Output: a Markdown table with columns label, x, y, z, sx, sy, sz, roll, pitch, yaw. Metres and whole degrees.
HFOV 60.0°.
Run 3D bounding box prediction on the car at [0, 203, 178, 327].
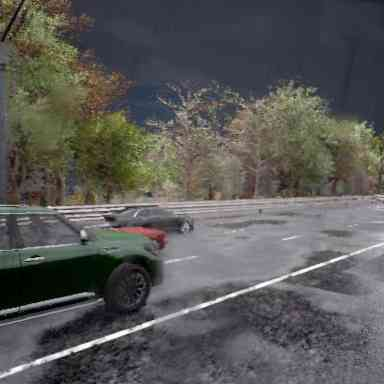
| label | x | y | z | sx | sy | sz | roll | pitch | yaw |
| --- | --- | --- | --- | --- | --- | --- | --- | --- | --- |
| car | -3.103 | 1.199 | 5.574 | 5.566 | 2.045 | 2.150 | -1 | 0 | -44 |

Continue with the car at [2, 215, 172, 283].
| label | x | y | z | sx | sy | sz | roll | pitch | yaw |
| --- | --- | --- | --- | --- | --- | --- | --- | --- | --- |
| car | -3.060 | 1.559 | 10.445 | 4.718 | 1.301 | 1.895 | 0 | 0 | -44 |

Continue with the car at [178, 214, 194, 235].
| label | x | y | z | sx | sy | sz | roll | pitch | yaw |
| --- | --- | --- | --- | --- | --- | --- | --- | --- | --- |
| car | -2.040 | 1.434 | 16.245 | 4.892 | 1.490 | 1.837 | 0 | 0 | -44 |
